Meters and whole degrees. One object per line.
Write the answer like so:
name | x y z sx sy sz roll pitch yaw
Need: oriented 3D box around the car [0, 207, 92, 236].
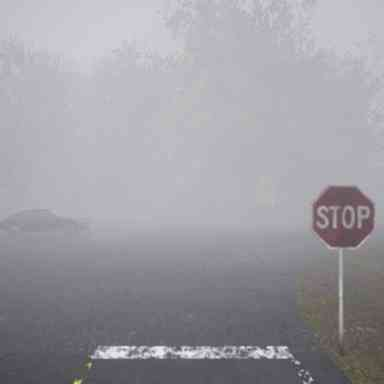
car | -7.801 1.558 17.945 4.674 1.442 1.812 0 -1 0
